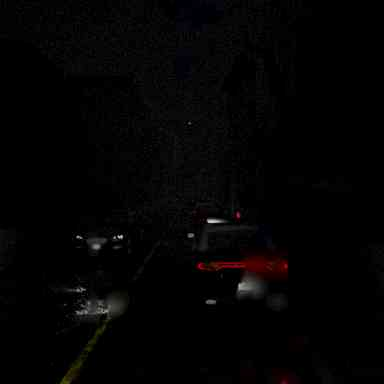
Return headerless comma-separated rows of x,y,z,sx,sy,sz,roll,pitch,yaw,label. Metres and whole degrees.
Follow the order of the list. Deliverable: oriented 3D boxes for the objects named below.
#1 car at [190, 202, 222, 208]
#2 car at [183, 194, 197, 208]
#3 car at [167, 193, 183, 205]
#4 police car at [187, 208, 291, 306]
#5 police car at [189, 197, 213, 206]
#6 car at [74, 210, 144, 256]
0.939,1.500,18.153,1.837,1.490,4.892,0,0,0,car
0.140,1.336,47.927,2.097,1.767,4.553,0,0,1,car
-2.955,1.205,56.971,2.150,2.045,5.566,0,0,0,car
0.917,1.423,8.262,1.930,1.638,5.238,0,0,0,police car
0.952,1.418,24.263,1.930,1.638,5.238,0,0,0,police car
-3.071,1.488,13.093,2.128,1.511,4.902,0,0,0,car
